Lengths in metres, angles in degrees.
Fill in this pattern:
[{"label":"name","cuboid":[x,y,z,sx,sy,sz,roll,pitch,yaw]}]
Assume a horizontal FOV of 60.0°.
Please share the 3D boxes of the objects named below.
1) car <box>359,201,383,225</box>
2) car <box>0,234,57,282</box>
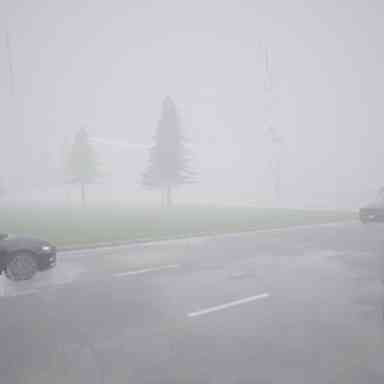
[{"label":"car","cuboid":[12.787,1.316,21.459,5.008,1.535,1.882,0,0,-35]},{"label":"car","cuboid":[-5.940,1.494,8.107,4.902,1.511,2.128,0,0,-35]}]
